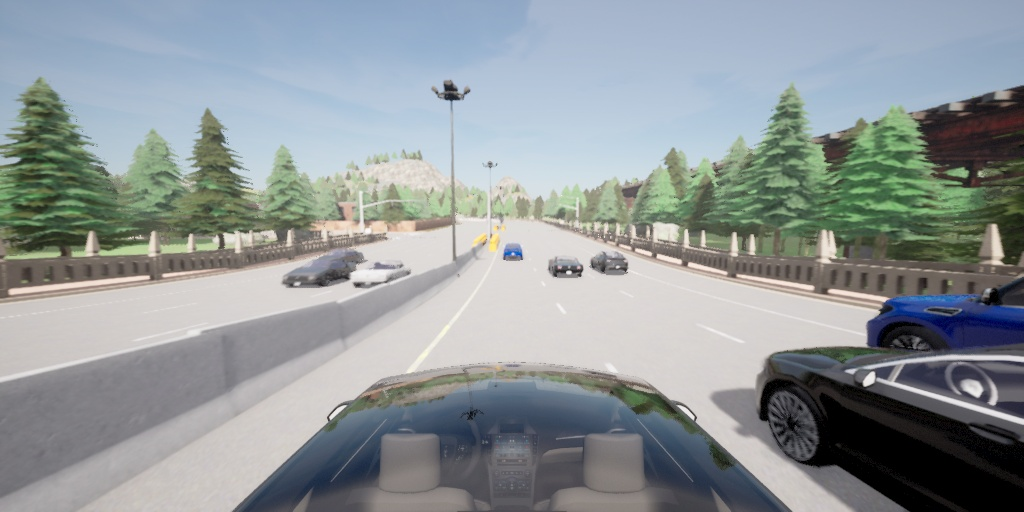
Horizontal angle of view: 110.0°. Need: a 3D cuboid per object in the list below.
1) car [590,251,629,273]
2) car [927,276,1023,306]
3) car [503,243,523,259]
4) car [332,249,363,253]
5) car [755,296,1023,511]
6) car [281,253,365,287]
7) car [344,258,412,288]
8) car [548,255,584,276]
[{"bbox_3d":[7.102,0.358,26.452,2.128,1.511,4.902,0,5,0],"label":"car"},{"bbox_3d":[7.100,0.963,3.674,2.150,2.045,5.566,0,0,0],"label":"car"},{"bbox_3d":[0.105,-0.622,36.058,1.882,1.535,5.008,0,7,0],"label":"car"},{"bbox_3d":[-14.095,0.118,29.792,2.033,1.411,5.357,0,5,0],"label":"car"},{"bbox_3d":[3.600,1.240,1.992,2.128,1.511,4.902,0,0,0],"label":"car"},{"bbox_3d":[-10.598,0.842,20.313,2.033,1.411,5.357,0,3,0],"label":"car"},{"bbox_3d":[-7.097,0.922,19.852,1.895,1.301,4.718,0,3,0],"label":"car"},{"bbox_3d":[3.602,0.595,24.850,1.895,1.301,4.718,0,4,0],"label":"car"}]
